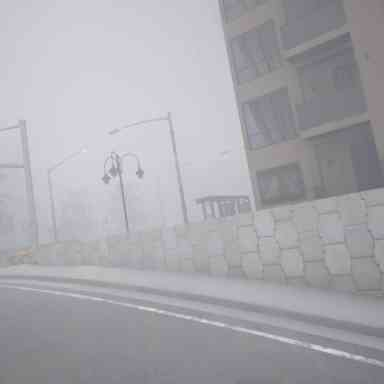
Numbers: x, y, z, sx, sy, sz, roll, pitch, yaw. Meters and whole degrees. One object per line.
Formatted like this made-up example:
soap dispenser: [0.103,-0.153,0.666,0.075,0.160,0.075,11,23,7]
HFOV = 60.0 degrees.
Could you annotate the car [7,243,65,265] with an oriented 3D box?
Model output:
car: [-13.691,5.363,29.565,1.882,1.535,5.008,-14,-8,35]
